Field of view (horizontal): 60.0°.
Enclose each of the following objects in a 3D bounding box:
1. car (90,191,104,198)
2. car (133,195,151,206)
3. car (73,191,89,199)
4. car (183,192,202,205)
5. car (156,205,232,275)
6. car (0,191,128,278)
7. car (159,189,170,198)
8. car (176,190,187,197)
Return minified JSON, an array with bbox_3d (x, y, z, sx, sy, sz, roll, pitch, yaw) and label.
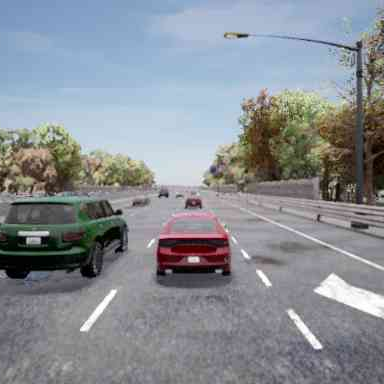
[{"bbox_3d":[-20.625,0.619,72.377,1.812,1.442,4.674,0,1,0],"label":"car"},{"bbox_3d":[-6.763,1.091,45.001,2.033,1.411,5.357,0,1,0],"label":"car"},{"bbox_3d":[-24.125,0.609,72.395,1.837,1.490,4.892,0,1,0],"label":"car"},{"bbox_3d":[0.207,1.052,39.564,1.882,1.535,5.008,0,1,0],"label":"car"},{"bbox_3d":[0.054,1.368,10.075,1.882,1.535,5.008,0,1,0],"label":"car"},{"bbox_3d":[-3.447,1.127,9.950,2.150,2.045,5.566,0,1,0],"label":"car"},{"bbox_3d":[-6.591,0.404,79.089,2.150,2.045,5.566,0,1,0],"label":"car"},{"bbox_3d":[-3.058,0.696,85.144,1.895,1.301,4.718,0,1,0],"label":"car"}]
